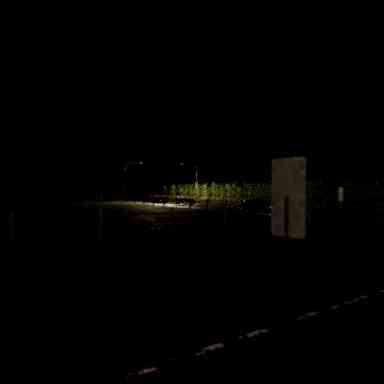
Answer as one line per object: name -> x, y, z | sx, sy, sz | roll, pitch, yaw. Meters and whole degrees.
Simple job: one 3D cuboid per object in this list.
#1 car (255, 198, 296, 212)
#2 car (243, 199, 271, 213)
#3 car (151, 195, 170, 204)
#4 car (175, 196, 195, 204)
car -> 10.336, 1.599, 41.592 | 2.128, 1.511, 4.902 | 1, 0, -33
car -> 7.929, 1.577, 38.538 | 1.837, 1.490, 4.892 | 1, 0, -33
car -> -5.780, 1.399, 60.104 | 1.837, 1.490, 4.892 | 1, -1, -32
car -> -1.295, 1.448, 59.770 | 2.128, 1.511, 4.902 | 1, 0, -32
